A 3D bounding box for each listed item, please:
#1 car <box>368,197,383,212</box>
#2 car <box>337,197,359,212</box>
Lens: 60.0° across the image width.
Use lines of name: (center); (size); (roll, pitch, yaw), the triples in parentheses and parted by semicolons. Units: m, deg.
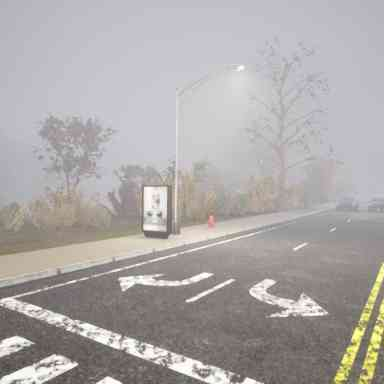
car: (21.463, 1.393, 38.137); (2.097, 1.767, 4.553); (0, 0, 30)
car: (18.659, 1.390, 39.780); (2.097, 1.767, 4.553); (0, 0, 30)
